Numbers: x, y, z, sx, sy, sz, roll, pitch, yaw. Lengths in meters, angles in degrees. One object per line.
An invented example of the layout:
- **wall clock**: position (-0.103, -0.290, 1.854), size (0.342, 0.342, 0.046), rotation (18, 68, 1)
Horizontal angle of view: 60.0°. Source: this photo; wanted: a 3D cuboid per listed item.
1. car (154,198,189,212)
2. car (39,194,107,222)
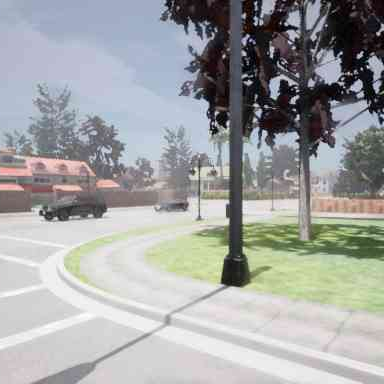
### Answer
- **car**: position (-2.279, 1.484, 37.943), size (2.128, 1.511, 4.902), rotation (0, 0, 34)
- **car**: position (-9.536, 1.217, 27.239), size (2.150, 2.045, 5.566), rotation (0, 0, 35)
